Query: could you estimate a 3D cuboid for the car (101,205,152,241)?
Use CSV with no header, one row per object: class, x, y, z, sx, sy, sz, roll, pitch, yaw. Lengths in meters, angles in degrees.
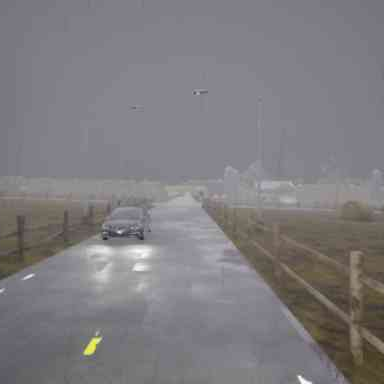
car,-3.025,1.415,16.219,1.837,1.490,4.892,0,0,-1
